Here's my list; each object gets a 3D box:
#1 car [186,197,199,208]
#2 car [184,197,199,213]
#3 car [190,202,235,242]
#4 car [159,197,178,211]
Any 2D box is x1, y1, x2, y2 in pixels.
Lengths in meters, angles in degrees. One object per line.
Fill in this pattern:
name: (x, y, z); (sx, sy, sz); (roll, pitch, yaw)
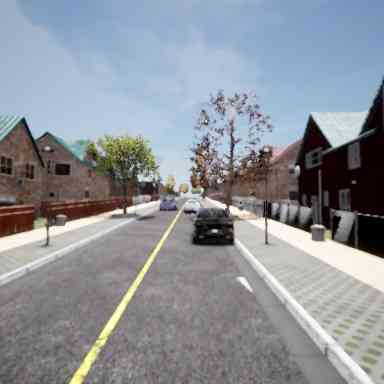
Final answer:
car: (0.025, 1.541, 50.655); (1.882, 1.535, 5.008); (0, 0, 0)
car: (0.034, 1.570, 37.858); (1.812, 1.442, 4.674); (0, 0, 0)
car: (0.966, 1.495, 16.558); (1.882, 1.535, 5.008); (0, 0, 0)
car: (-2.829, 1.400, 40.513); (2.097, 1.767, 4.553); (0, 0, 0)
